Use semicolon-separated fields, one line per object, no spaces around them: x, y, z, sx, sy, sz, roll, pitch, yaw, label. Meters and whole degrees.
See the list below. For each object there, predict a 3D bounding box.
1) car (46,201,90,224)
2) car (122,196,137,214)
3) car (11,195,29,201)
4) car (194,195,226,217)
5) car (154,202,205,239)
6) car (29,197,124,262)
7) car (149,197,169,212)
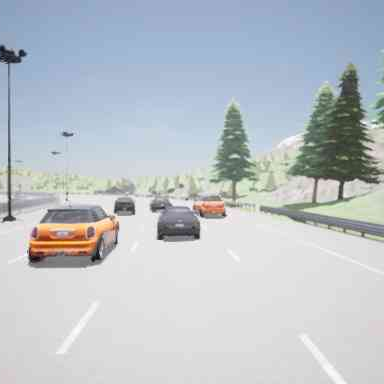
-8.564;1.358;23.338;1.895;1.301;4.718;0;1;-8;car
-6.234;1.183;30.813;1.837;1.490;4.892;0;1;-10;car
-25.563;1.093;49.307;1.895;1.301;4.718;0;1;-18;car
1.346;1.056;27.733;2.097;1.767;4.553;0;1;-9;car
-0.738;1.390;16.392;1.994;1.385;4.181;0;1;-6;car
-3.893;1.228;11.757;2.097;1.767;4.553;0;1;-4;car
-3.225;1.210;33.630;1.994;1.385;4.181;0;1;-11;car
